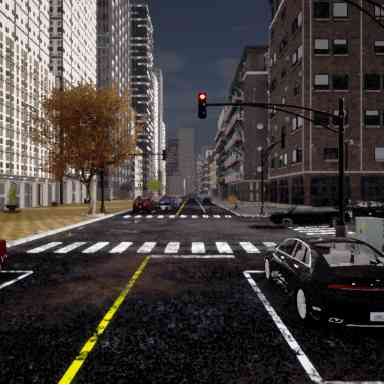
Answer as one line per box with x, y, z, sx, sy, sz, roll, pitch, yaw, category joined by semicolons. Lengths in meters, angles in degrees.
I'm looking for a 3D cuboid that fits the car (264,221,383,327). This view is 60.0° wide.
2.685;1.551;6.945;2.008;1.369;4.403;0;0;0;car

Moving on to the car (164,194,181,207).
-3.115;1.384;50.161;2.097;1.767;4.553;0;0;0;car

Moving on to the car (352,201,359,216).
13.414;1.350;26.355;4.403;1.369;2.008;-1;1;-1;car

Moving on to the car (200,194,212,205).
2.664;1.611;61.424;1.947;1.339;4.313;0;0;0;car

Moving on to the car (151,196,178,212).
-3.116;1.512;38.507;2.128;1.511;4.902;0;0;0;car

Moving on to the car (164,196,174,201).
-5.726;1.632;83.513;2.008;1.369;4.403;0;0;0;car

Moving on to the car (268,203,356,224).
7.183;1.517;20.649;4.718;1.301;1.895;-2;0;10;car

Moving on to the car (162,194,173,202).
-5.724;1.386;77.990;2.192;1.841;5.009;0;0;0;car

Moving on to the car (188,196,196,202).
-0.032;1.625;78.883;1.994;1.385;4.181;0;0;0;car

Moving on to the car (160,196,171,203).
-5.722;1.627;72.467;1.947;1.339;4.313;0;0;0;car

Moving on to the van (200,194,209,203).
2.659;1.402;72.471;1.690;1.788;3.998;0;0;0;van

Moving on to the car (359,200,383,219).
14.727;1.345;23.789;4.181;1.385;1.994;-1;0;-1;car

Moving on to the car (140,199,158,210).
-5.710;1.592;44.853;1.947;1.339;4.313;0;0;0;car

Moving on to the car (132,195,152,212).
-5.709;1.336;39.330;2.192;1.841;5.009;0;0;0;car

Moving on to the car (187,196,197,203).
0.068;1.619;68.938;1.994;1.385;4.181;0;0;0;car

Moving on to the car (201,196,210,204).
2.662;1.578;67.117;1.752;1.417;4.829;0;0;0;car

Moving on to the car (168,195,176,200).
-5.730;1.654;94.558;2.008;1.369;4.403;0;0;0;car

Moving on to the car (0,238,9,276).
-5.695;1.545;6.942;1.887;1.381;4.507;0;0;0;car
